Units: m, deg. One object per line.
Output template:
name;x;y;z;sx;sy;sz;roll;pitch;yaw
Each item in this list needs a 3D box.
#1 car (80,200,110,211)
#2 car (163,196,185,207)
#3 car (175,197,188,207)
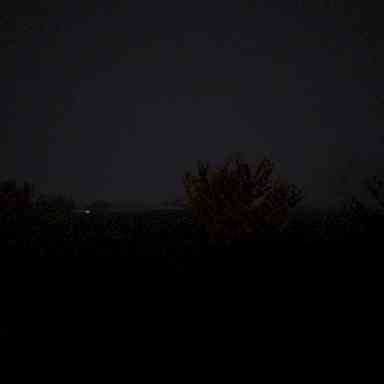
car;-14.064;1.928;48.559;1.812;1.442;4.674;-1;-1;36
car;-3.141;1.828;63.559;2.150;2.045;5.566;-1;-2;36
car;-0.570;2.064;61.015;1.812;1.442;4.674;-1;-1;36
